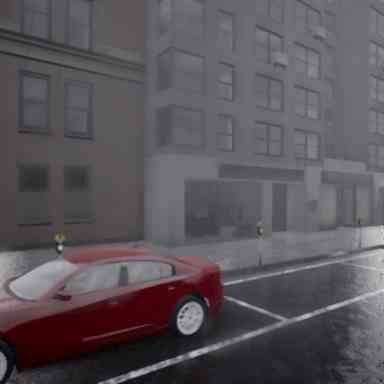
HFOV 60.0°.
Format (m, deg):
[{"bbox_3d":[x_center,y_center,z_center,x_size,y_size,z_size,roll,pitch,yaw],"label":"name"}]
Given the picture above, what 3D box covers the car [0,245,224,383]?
[{"bbox_3d":[-1.555,1.559,5.081,4.507,1.381,1.887,1,0,-36],"label":"car"}]
